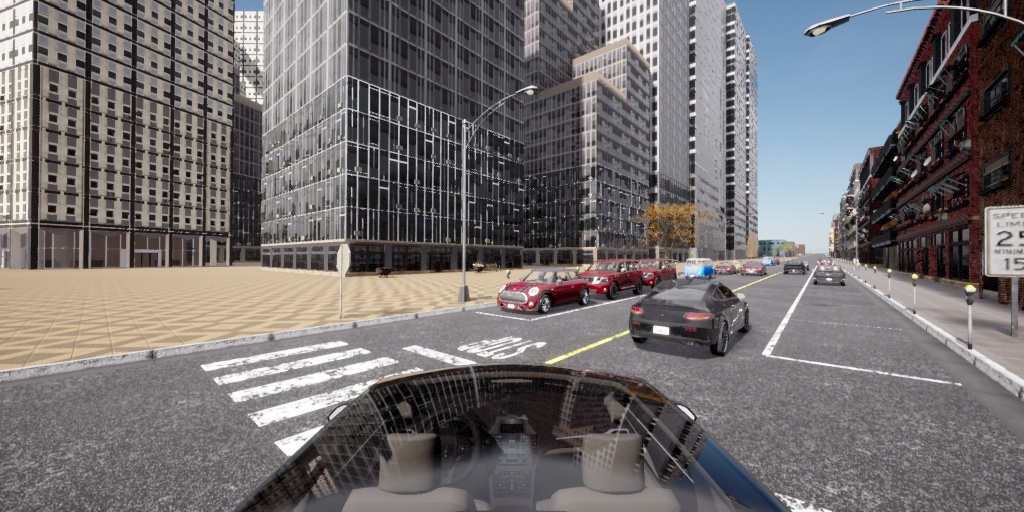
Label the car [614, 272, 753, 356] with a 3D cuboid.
[{"bbox_3d":[4.405,1.278,8.705,1.812,1.442,4.674,0,0,41],"label":"car"}]

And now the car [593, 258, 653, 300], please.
[{"bbox_3d":[4.971,1.069,18.044,2.192,1.841,5.009,0,0,41],"label":"car"}]

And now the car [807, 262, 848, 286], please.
[{"bbox_3d":[22.413,1.304,25.369,2.007,1.370,4.403,0,0,41],"label":"car"}]

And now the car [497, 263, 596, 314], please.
[{"bbox_3d":[1.273,1.193,13.778,1.967,1.591,4.097,0,0,41],"label":"car"}]

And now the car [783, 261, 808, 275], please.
[{"bbox_3d":[31.163,1.250,39.437,1.837,1.490,4.892,0,0,41],"label":"car"}]

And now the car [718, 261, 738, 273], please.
[{"bbox_3d":[23.465,1.331,39.377,1.802,1.307,4.207,0,0,41],"label":"car"}]

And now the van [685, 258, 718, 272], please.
[{"bbox_3d":[16.067,1.095,30.844,1.690,1.789,3.998,0,0,41],"label":"van"}]

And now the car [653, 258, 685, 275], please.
[{"bbox_3d":[8.670,1.070,22.311,2.192,1.841,5.009,0,0,41],"label":"car"}]

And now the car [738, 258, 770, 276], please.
[{"bbox_3d":[25.196,1.275,37.269,1.812,1.442,4.674,0,0,41],"label":"car"}]
